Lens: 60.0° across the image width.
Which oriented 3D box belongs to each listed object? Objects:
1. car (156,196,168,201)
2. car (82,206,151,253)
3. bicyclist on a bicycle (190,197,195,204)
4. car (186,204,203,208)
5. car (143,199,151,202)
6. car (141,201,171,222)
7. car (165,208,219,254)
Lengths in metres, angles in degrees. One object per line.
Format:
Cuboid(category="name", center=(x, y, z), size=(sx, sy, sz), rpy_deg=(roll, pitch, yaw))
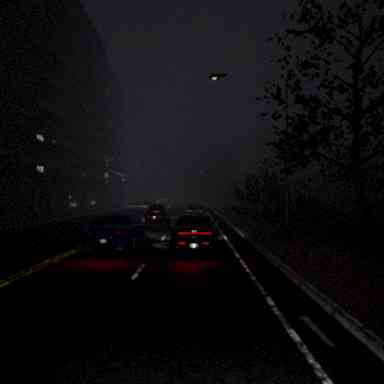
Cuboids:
Cuboid(category="car", center=(-6.319, 1.902, 70.970), size=(2.150, 2.045, 5.566), rpy_deg=(0, -1, -1))
Cuboid(category="car", center=(-3.154, 1.613, 14.382), size=(1.882, 1.535, 5.008), rpy_deg=(0, 0, 1))
Cuboid(category="bicyclist on a bicycle", center=(0.341, 2.315, 89.810), size=(0.582, 1.620, 1.656), rpy_deg=(0, -1, -3))
Cuboid(category="car", center=(0.232, 1.770, 29.176), size=(2.128, 1.511, 4.902), rpy_deg=(0, 0, 1))
Cuboid(category="car", center=(-9.568, 2.229, 70.875), size=(1.994, 1.385, 4.181), rpy_deg=(0, -1, -1))
Cuboid(category="car", center=(-3.019, 1.784, 29.193), size=(1.837, 1.490, 4.892), rpy_deg=(0, 0, 1))
Cuboid(category="car", center=(0.092, 1.642, 14.157), size=(1.837, 1.490, 4.892), rpy_deg=(0, 0, 1))
